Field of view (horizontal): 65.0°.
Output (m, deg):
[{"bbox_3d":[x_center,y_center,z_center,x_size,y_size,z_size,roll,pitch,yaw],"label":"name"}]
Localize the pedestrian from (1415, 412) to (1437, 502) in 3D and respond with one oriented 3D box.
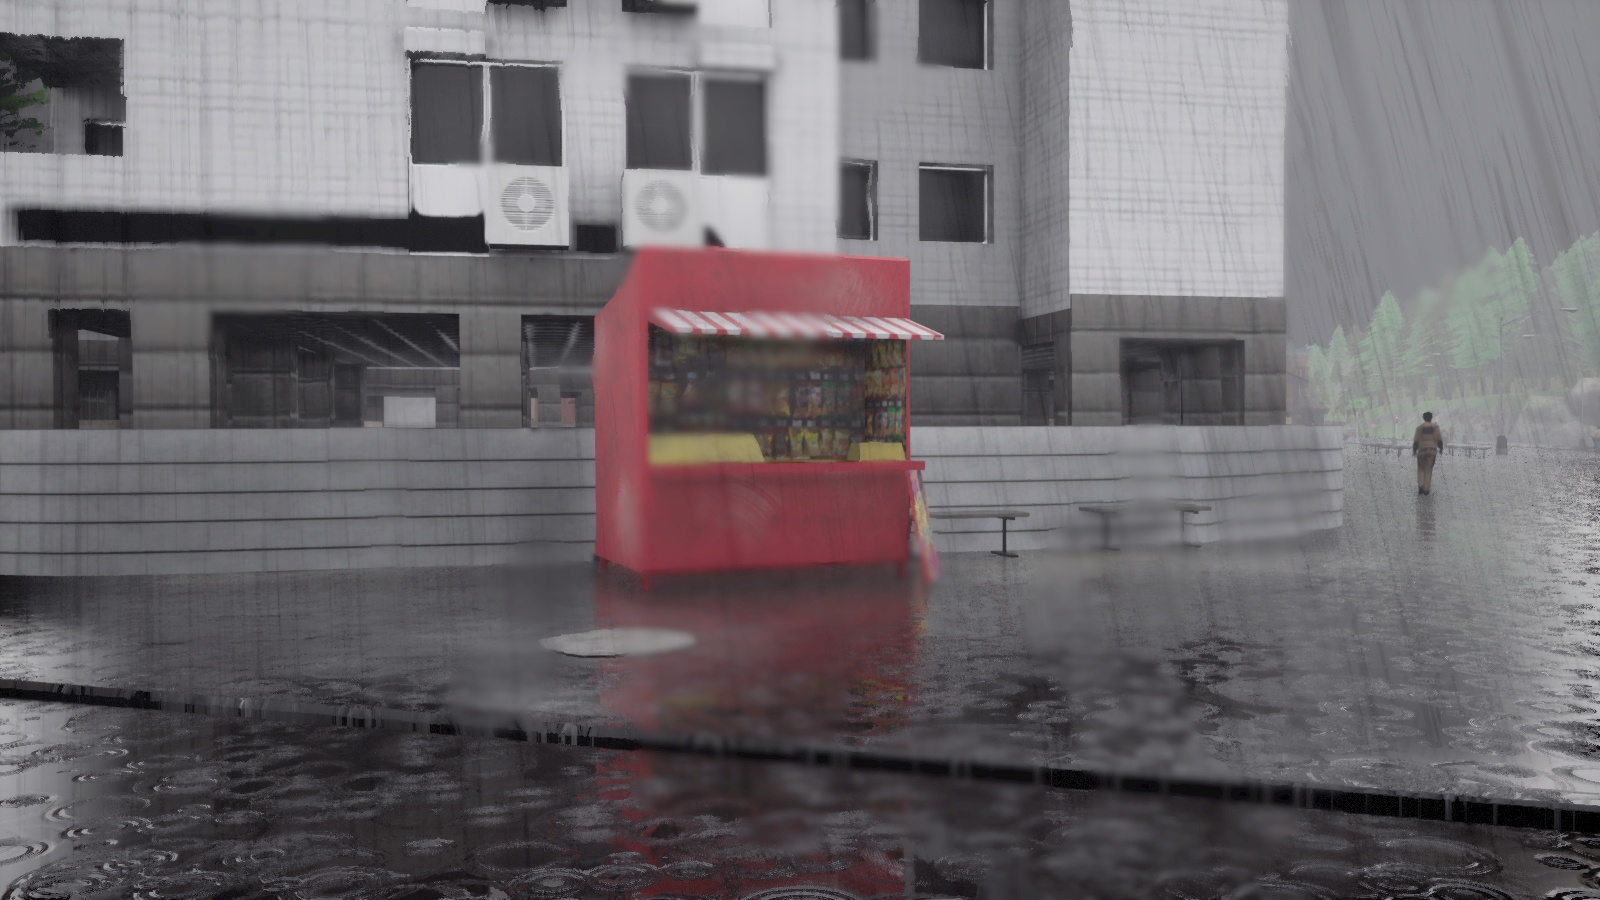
[{"bbox_3d":[13.677,0.148,27.448,0.396,1.930,0.692,1,1,27],"label":"pedestrian"}]
